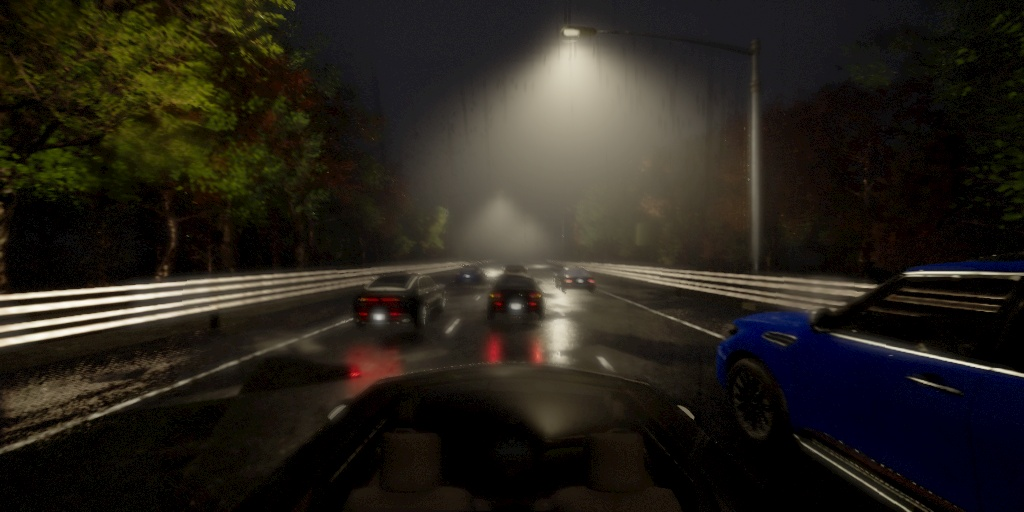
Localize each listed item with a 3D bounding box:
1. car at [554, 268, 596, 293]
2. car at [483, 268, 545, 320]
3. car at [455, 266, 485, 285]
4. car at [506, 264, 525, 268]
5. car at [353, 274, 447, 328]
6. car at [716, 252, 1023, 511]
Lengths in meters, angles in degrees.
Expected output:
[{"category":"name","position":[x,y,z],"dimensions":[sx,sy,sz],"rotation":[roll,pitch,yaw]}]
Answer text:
[{"category":"car","position":[3.704,1.410,21.595],"dimensions":[2.033,1.411,5.357],"rotation":[0,0,1]},{"category":"car","position":[0.143,1.338,12.909],"dimensions":[1.812,1.442,4.674],"rotation":[0,0,0]},{"category":"car","position":[-3.207,1.462,28.214],"dimensions":[1.994,1.385,4.181],"rotation":[0,0,1]},{"category":"car","position":[0.308,1.381,29.249],"dimensions":[1.882,1.535,5.008],"rotation":[0,0,1]},{"category":"car","position":[-3.368,1.310,11.554],"dimensions":[1.837,1.490,4.892],"rotation":[0,0,0]},{"category":"car","position":[3.566,0.978,2.039],"dimensions":[2.150,2.045,5.566],"rotation":[0,0,1]}]
